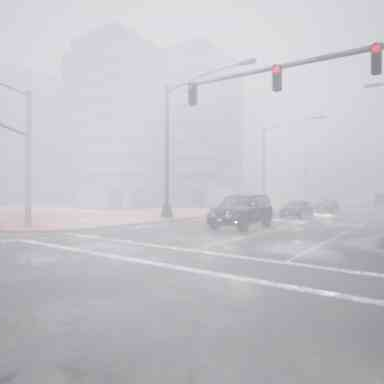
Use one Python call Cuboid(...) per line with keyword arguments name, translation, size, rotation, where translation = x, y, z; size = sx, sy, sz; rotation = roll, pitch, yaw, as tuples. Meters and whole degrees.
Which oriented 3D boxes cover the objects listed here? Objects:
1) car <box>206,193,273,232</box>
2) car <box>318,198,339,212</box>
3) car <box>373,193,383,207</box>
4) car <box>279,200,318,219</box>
Cuboid(name="car", translation=(3.054, 1.169, 20.242), size=(2.150, 2.045, 5.566), rotation=(0, 0, 35))
Cuboid(name="car", translation=(15.076, 1.437, 37.182), size=(2.128, 1.511, 4.902), rotation=(0, 0, 35))
Cuboid(name="car", translation=(29.008, 1.187, 50.458), size=(2.150, 2.045, 5.566), rotation=(0, 0, 35))
Cuboid(name="car", translation=(9.059, 1.451, 28.712), size=(1.837, 1.490, 4.892), rotation=(0, 0, 35))
